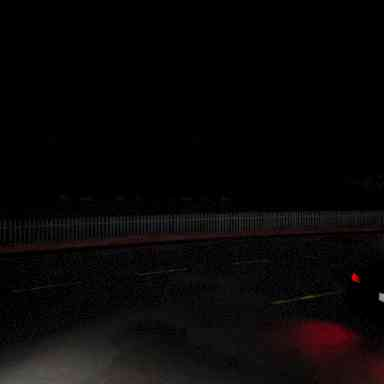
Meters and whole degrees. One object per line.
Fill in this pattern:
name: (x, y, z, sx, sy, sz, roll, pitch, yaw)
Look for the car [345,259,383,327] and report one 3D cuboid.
car: (4.758, 1.564, 5.749, 4.181, 1.385, 1.994, 0, 0, -24)
